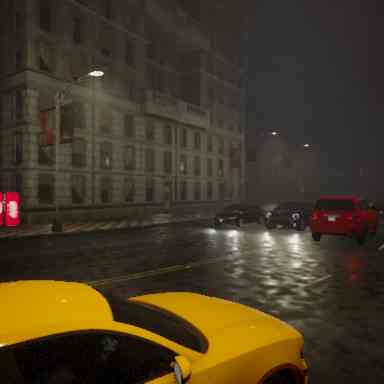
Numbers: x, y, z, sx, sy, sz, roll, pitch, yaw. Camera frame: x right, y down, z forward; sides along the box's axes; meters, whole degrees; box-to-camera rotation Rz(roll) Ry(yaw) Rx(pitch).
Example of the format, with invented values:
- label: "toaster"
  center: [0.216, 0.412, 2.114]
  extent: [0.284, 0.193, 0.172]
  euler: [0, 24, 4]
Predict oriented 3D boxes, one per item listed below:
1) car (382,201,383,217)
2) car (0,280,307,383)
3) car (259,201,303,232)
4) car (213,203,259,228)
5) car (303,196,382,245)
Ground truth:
- label: "car"
  center: [16.544, 1.465, 28.479]
  extent: [1.882, 1.535, 5.008]
  euler: [0, 0, 36]
- label: "car"
  center: [-1.161, 1.475, 2.492]
  extent: [5.008, 1.535, 1.882]
  euler: [0, 0, -37]
- label: "car"
  center: [6.187, 1.338, 20.279]
  extent: [2.097, 1.767, 4.553]
  euler: [0, 0, 36]
- label: "car"
  center: [3.221, 1.498, 22.163]
  extent: [1.837, 1.490, 4.892]
  euler: [0, 0, 37]
- label: "car"
  center: [7.405, 1.209, 16.001]
  extent: [2.150, 2.045, 5.566]
  euler: [0, 0, 36]
